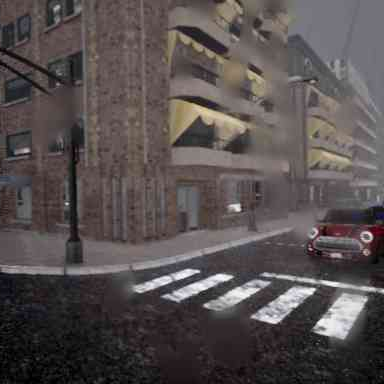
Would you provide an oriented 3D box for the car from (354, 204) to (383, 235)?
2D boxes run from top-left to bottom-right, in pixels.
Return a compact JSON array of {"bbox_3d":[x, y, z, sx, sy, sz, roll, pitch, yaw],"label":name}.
[{"bbox_3d":[10.853,1.520,19.321,1.812,1.442,4.674,-1,0,36],"label":"car"}]

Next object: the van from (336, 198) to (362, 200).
[{"bbox_3d":[11.944,1.353,25.355,1.690,1.788,3.998,-2,-1,35],"label":"van"}]

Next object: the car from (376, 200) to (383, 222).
[{"bbox_3d":[16.182,1.488,26.795,1.837,1.490,4.892,-1,0,36],"label":"car"}]

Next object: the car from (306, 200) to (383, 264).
[{"bbox_3d":[5.703,1.357,12.059,2.097,1.767,4.553,-1,0,35],"label":"car"}]
